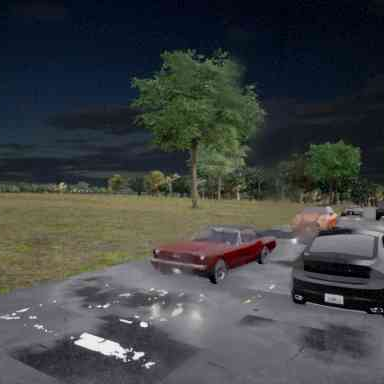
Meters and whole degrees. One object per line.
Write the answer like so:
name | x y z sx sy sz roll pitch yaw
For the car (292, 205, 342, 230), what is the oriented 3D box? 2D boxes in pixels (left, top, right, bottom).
car | 8.011 1.658 21.394 2.097 1.767 4.553 0 -1 32

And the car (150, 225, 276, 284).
car | 0.885 1.722 10.242 1.895 1.301 4.718 0 -1 35

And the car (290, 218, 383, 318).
car | 3.698 1.602 7.708 1.837 1.490 4.892 0 -1 32

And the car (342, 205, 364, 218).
car | 18.185 2.145 37.527 1.994 1.385 4.181 0 -1 33

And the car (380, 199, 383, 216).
car | 25.303 1.921 42.254 2.150 2.045 5.566 0 -1 32

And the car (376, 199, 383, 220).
car | 19.626 1.743 33.094 2.150 2.045 5.566 0 -1 32
